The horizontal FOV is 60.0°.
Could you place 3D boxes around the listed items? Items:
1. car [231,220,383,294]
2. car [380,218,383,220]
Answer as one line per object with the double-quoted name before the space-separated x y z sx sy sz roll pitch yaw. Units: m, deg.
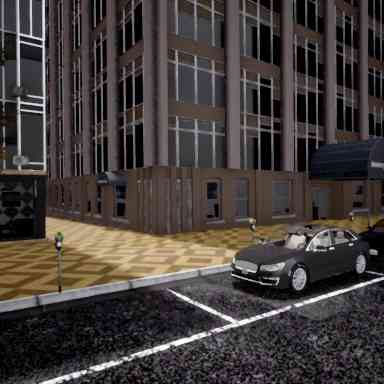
"car" 2.952 1.548 8.684 4.403 1.369 2.008 0 -1 -36
"car" 7.577 1.562 11.988 4.313 1.339 1.947 0 -1 -36
